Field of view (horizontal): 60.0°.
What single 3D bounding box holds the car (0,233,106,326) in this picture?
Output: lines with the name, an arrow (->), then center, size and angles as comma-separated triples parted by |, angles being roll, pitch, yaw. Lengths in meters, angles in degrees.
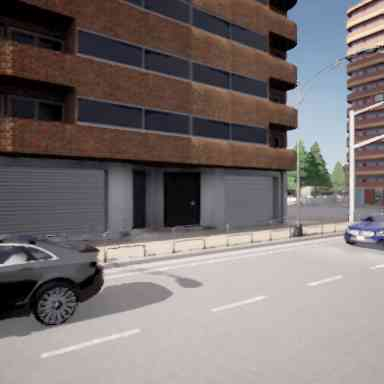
car -> -3.918, 1.491, 5.489 | 4.902, 1.511, 2.128 | 0, 0, -35

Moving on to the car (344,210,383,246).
car -> 8.449, 1.528, 14.232 | 4.674, 1.442, 1.812 | 0, 0, -35
